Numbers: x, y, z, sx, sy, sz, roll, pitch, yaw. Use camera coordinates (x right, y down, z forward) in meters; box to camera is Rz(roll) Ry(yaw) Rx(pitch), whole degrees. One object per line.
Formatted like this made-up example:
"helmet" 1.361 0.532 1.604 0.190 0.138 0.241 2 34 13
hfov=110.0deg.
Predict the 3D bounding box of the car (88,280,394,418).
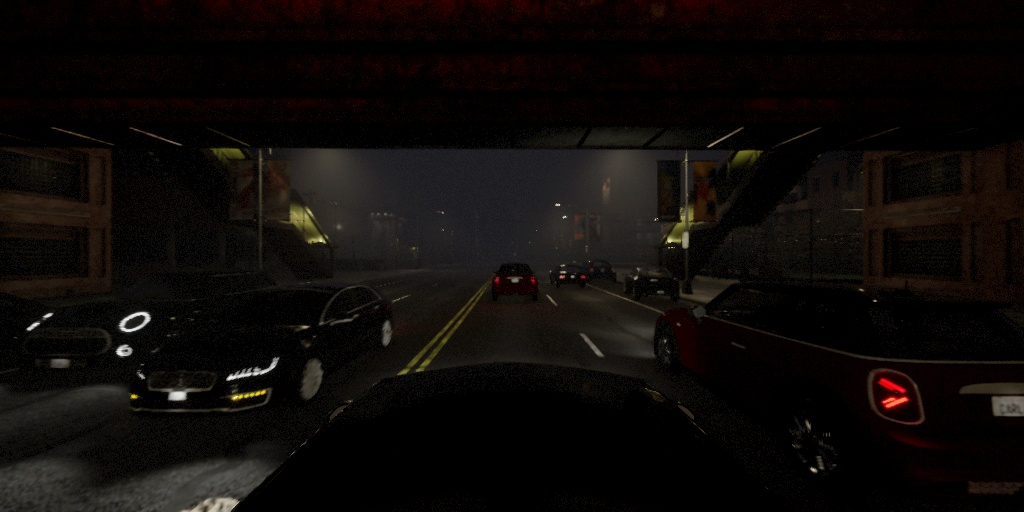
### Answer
"car" -3.584 1.251 6.282 1.837 1.490 4.892 0 0 0

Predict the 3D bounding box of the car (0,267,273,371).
"car" -7.078 1.096 7.864 2.097 1.767 4.553 0 0 0

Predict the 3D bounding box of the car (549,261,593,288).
"car" 3.605 1.295 23.836 2.033 1.411 5.357 0 0 0

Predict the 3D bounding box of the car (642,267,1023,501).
"car" 3.626 1.104 4.714 2.097 1.767 4.553 0 0 0

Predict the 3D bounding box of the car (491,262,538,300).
"car" 0.126 1.098 17.741 2.097 1.767 4.553 0 0 0
